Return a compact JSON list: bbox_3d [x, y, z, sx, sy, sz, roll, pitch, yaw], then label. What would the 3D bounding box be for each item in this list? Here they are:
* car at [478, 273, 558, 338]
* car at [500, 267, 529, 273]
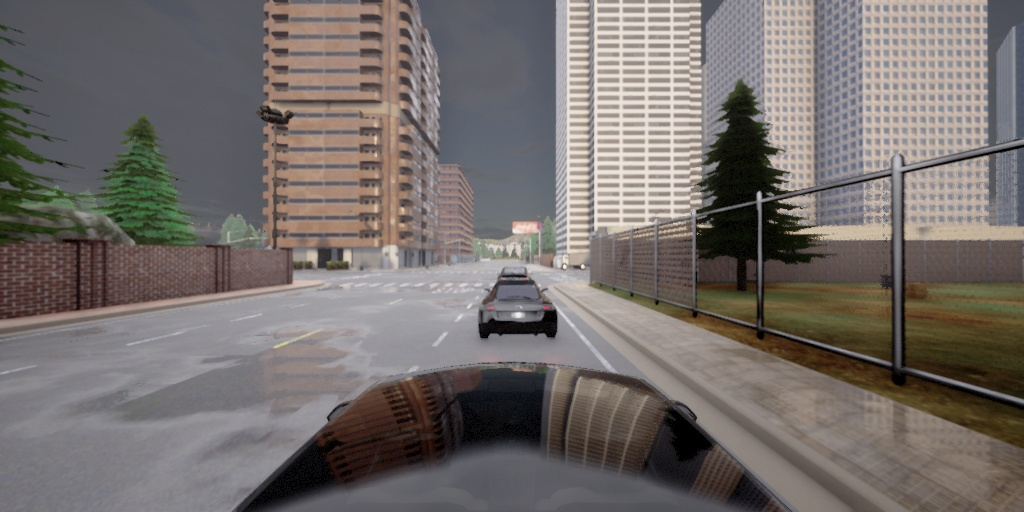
[{"bbox_3d":[0.123,1.345,10.269,1.994,1.385,4.181,0,0,-1],"label":"car"},{"bbox_3d":[0.152,1.306,19.324,2.128,1.511,4.902,0,0,1],"label":"car"}]
